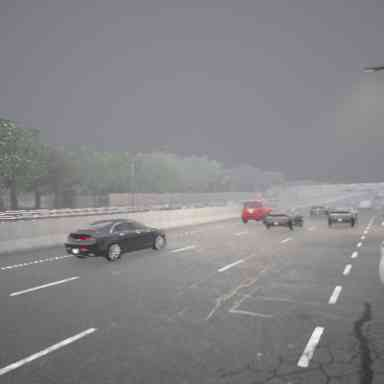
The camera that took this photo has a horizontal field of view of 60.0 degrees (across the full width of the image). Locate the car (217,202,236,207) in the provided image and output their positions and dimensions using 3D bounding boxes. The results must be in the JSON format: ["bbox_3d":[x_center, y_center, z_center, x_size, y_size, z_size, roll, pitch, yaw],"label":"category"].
[{"bbox_3d":[6.109,2.557,51.080,1.812,1.442,4.674,-2,-2,30],"label":"car"}]

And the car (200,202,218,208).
[{"bbox_3d":[3.760,2.498,53.989,2.097,1.767,4.553,-2,-1,31],"label":"car"}]

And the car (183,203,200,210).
[{"bbox_3d":[0.323,2.594,55.040,2.097,1.767,4.553,-2,-1,31],"label":"car"}]

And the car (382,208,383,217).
[{"bbox_3d":[17.479,1.814,28.523,1.812,1.442,4.674,-2,-1,30],"label":"car"}]

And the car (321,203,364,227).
[{"bbox_3d":[11.868,1.843,26.032,2.128,1.511,4.902,-2,-1,30],"label":"car"}]

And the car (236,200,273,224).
[{"bbox_3d":[6.276,1.784,30.171,2.150,2.045,5.566,-2,-1,30],"label":"car"}]

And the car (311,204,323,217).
[{"bbox_3d":[14.574,2.041,37.447,2.128,1.511,4.902,-2,-1,30],"label":"car"}]

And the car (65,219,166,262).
[{"bbox_3d":[-2.984,1.900,14.087,1.837,1.490,4.892,-2,-2,30],"label":"car"}]

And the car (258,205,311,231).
[{"bbox_3d":[6.746,1.904,23.962,2.128,1.511,4.902,-2,-2,30],"label":"car"}]

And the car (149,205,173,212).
[{"bbox_3d":[-4.871,2.801,53.090,2.128,1.511,4.902,-2,-1,30],"label":"car"}]

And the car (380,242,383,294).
[{"bbox_3d":[5.759,1.681,8.234,1.895,1.301,4.718,-2,-2,30],"label":"car"}]

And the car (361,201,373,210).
[{"bbox_3d":[28.278,2.155,54.137,1.812,1.442,4.674,-2,-1,30],"label":"car"}]
